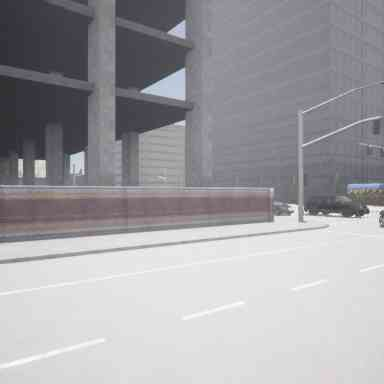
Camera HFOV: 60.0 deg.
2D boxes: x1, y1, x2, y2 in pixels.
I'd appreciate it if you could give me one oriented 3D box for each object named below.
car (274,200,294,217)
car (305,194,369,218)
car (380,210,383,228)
[{"bbox_3d":[7.563,1.491,32.126,2.128,1.511,4.902,0,0,-36],"label":"car"},{"bbox_3d":[13.090,1.220,30.470,2.150,2.045,5.566,0,0,-36],"label":"car"},{"bbox_3d":[12.641,1.505,19.249,1.837,1.490,4.892,3,0,8],"label":"car"}]
